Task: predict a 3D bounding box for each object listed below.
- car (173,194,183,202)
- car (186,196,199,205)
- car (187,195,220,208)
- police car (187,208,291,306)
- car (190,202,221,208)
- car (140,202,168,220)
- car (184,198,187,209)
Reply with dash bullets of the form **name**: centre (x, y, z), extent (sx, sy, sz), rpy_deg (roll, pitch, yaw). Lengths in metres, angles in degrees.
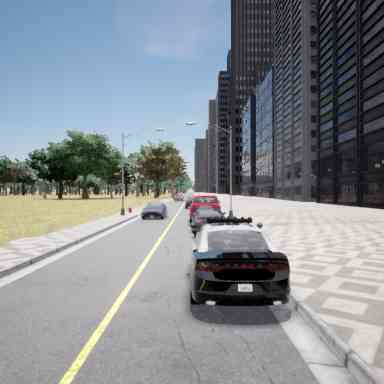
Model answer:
- **car**: centre (-2.959, 1.241, 73.094), extent (2.097, 1.767, 4.553), rpy_deg (0, 0, 0)
- **car**: centre (0.033, 1.422, 58.034), extent (2.128, 1.511, 4.902), rpy_deg (0, 0, 0)
- **car**: centre (0.913, 1.213, 24.157), extent (2.150, 2.045, 5.566), rpy_deg (0, 0, 0)
- **police car**: centre (0.906, 1.425, 8.236), extent (1.930, 1.638, 5.238), rpy_deg (0, 0, 0)
- **car**: centre (0.912, 1.521, 18.127), extent (1.812, 1.442, 4.674), rpy_deg (0, 0, 0)
- **car**: centre (-3.081, 1.532, 28.158), extent (2.033, 1.411, 5.357), rpy_deg (0, 0, 0)
- **car**: centre (0.050, 1.461, 44.995), extent (1.837, 1.490, 4.892), rpy_deg (0, 0, 1)
